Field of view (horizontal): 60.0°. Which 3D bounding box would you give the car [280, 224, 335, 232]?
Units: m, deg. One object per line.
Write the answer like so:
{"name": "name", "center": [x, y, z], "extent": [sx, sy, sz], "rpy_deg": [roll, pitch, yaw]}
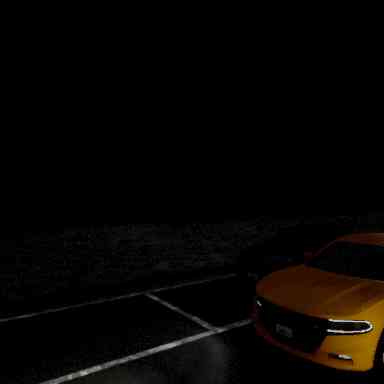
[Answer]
{"name": "car", "center": [3.174, 1.569, 8.911], "extent": [4.313, 1.339, 1.947], "rpy_deg": [0, 0, -36]}

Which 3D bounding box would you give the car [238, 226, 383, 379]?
{"name": "car", "center": [3.194, 1.480, 5.657], "extent": [5.008, 1.535, 1.882], "rpy_deg": [0, 0, -35]}
